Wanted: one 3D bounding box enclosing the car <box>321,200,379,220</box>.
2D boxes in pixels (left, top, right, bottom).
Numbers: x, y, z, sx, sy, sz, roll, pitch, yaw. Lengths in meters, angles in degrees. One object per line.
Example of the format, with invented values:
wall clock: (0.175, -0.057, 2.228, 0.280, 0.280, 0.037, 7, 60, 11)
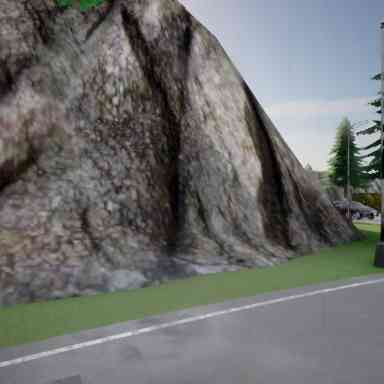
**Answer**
car: (13.420, 1.492, 28.473, 2.128, 1.511, 4.902, 0, 0, -25)
